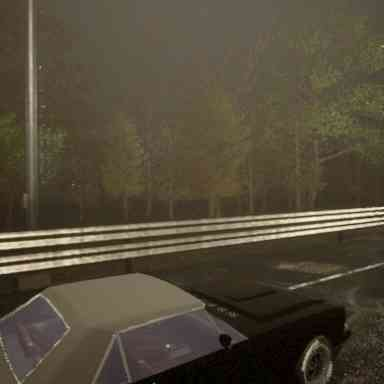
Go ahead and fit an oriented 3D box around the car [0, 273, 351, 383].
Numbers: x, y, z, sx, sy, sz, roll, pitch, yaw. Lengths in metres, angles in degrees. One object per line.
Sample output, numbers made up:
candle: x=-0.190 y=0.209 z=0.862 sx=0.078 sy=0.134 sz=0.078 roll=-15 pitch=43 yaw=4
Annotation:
car: x=-0.399 y=1.591 z=3.457 sx=4.718 sy=1.301 sz=1.895 roll=0 pitch=0 yaw=-35
